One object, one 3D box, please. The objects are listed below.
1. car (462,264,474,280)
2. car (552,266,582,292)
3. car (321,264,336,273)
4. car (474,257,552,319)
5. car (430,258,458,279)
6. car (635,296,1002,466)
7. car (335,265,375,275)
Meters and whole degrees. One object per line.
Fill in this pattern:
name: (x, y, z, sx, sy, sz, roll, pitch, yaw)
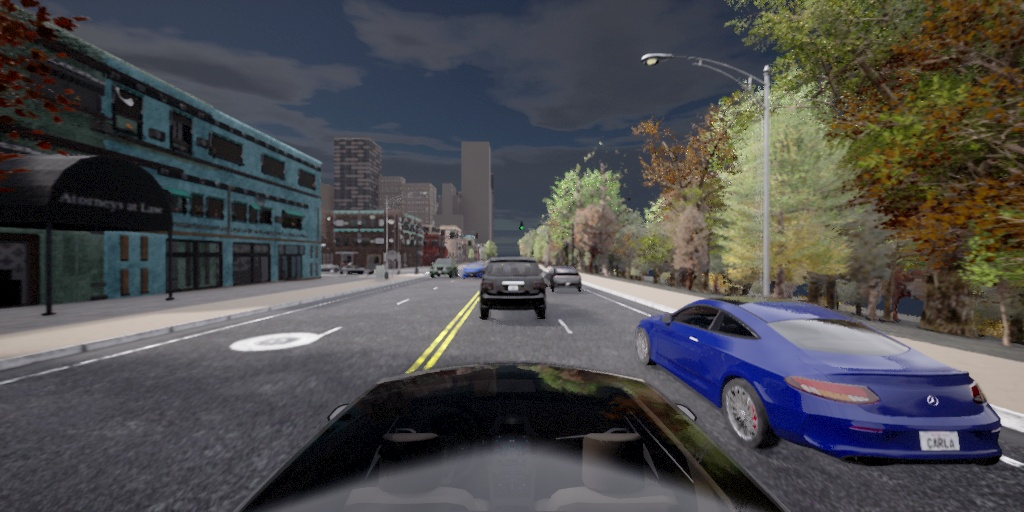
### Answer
car: (-3.649, 1.473, 34.905, 1.882, 1.535, 5.008, 0, -1, 0)
car: (3.138, 1.394, 22.644, 2.128, 1.511, 4.902, 0, 0, -1)
car: (-28.879, 1.973, 55.879, 4.403, 1.370, 2.007, 0, 0, -1)
car: (0.002, 1.059, 13.390, 2.150, 2.045, 5.566, 0, 0, -1)
car: (-6.901, 1.238, 37.008, 2.150, 2.045, 5.566, 0, -1, 0)
car: (3.316, 1.300, 5.097, 1.812, 1.442, 4.674, 0, -1, 0)
car: (-20.448, 1.911, 47.464, 4.313, 1.339, 1.948, 0, 0, -1)
